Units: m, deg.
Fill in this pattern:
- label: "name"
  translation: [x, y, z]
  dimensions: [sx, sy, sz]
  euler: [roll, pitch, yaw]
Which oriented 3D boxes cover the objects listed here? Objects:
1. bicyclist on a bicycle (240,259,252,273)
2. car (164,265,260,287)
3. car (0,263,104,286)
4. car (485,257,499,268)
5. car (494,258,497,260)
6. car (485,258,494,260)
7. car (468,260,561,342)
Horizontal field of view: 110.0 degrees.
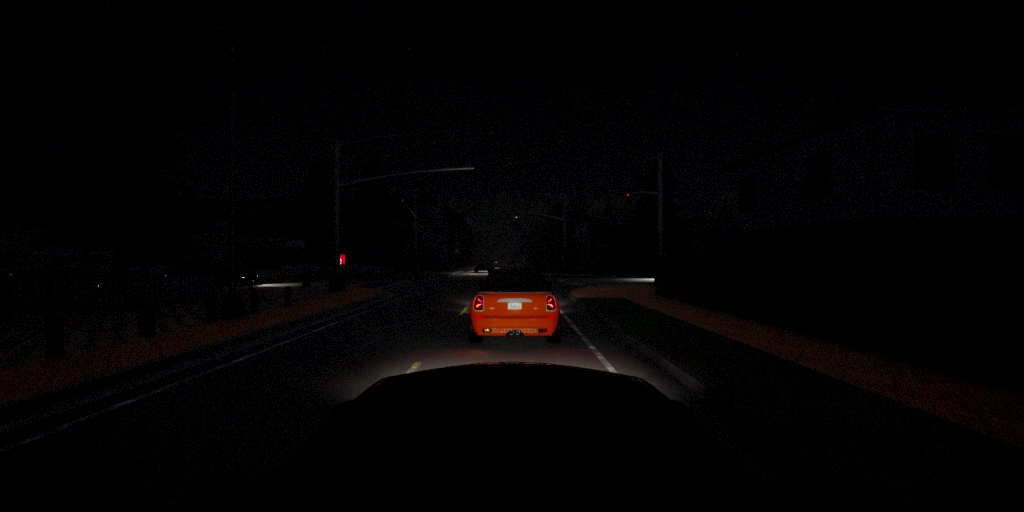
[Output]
- label: "bicyclist on a bicycle"
  translation: [-23.557, 1.066, 31.740]
  dimensions: [0.582, 1.620, 1.656]
  euler: [0, 0, -2]
- label: "car"
  translation: [-20.342, 1.313, 24.351]
  dimensions: [5.357, 1.411, 2.033]
  euler: [0, 0, -2]
- label: "car"
  translation: [-30.665, 1.329, 24.061]
  dimensions: [4.181, 1.385, 1.994]
  euler: [0, 0, -2]
- label: "car"
  translation: [-3.558, 1.102, 63.981]
  dimensions: [2.097, 1.767, 4.553]
  euler: [0, 0, 0]
- label: "car"
  translation: [-3.590, 1.241, 54.184]
  dimensions: [2.128, 1.511, 4.902]
  euler: [0, 0, 0]
- label: "car"
  translation: [-3.597, 1.228, 44.722]
  dimensions: [1.882, 1.535, 5.008]
  euler: [0, 0, 0]
- label: "car"
  translation: [0.072, 1.102, 9.881]
  dimensions: [2.097, 1.767, 4.553]
  euler: [0, 0, 0]
